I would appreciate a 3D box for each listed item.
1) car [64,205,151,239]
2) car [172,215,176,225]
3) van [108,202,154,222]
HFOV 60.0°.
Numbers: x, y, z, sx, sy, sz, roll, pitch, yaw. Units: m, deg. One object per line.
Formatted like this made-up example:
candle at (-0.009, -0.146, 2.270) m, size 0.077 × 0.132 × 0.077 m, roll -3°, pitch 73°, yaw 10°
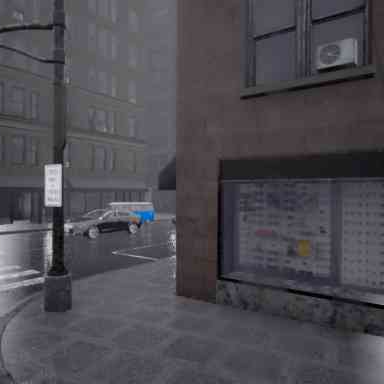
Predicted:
car at (-4.979, 1.726, 18.969) m, size 2.128 × 1.511 × 4.902 m, roll 0°, pitch -1°, yaw 35°
car at (0.272, 1.947, 26.434) m, size 1.994 × 1.385 × 4.181 m, roll 0°, pitch -1°, yaw 35°
van at (-4.493, 1.635, 24.151) m, size 1.690 × 1.788 × 3.998 m, roll -1°, pitch -1°, yaw 35°
